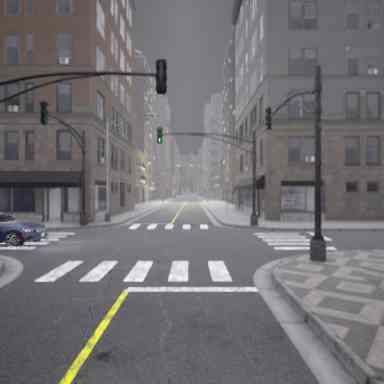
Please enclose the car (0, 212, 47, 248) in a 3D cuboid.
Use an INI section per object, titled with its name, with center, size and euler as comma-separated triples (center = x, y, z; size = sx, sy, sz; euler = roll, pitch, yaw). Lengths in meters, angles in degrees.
[car]
center = -8.681, 1.534, 14.182
size = 4.674, 1.442, 1.812
euler = 0, 0, 0
